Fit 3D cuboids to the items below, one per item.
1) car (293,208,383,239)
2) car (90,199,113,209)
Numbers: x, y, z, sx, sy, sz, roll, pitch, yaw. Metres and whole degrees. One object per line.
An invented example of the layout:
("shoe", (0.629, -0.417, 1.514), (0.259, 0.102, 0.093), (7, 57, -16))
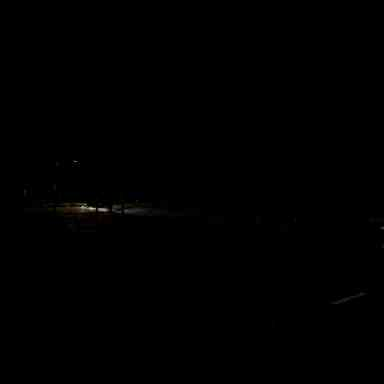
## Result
("car", (8.203, 1.616, 18.340), (2.033, 1.411, 5.357), (-2, 1, -36))
("car", (-13.034, 1.697, 48.022), (1.895, 1.301, 4.718), (-2, 1, -36))
